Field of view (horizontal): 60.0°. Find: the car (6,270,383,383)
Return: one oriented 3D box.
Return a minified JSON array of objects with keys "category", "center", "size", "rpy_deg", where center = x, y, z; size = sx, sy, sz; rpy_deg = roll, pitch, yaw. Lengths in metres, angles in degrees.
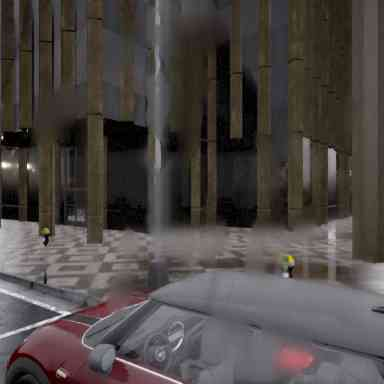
[{"category":"car","center":[0.175,1.440,2.839],"size":[4.097,1.590,1.967],"rpy_deg":[0,0,36]}]
